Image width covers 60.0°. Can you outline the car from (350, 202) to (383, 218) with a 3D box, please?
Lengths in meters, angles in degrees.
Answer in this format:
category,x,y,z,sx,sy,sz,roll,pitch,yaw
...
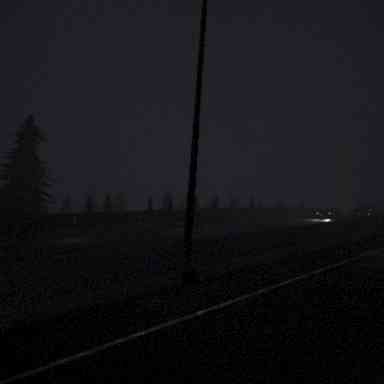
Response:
category,x,y,z,sx,sy,sz,roll,pitch,yaw
car,20.486,2.161,38.753,5.566,2.045,2.150,4,-5,-44

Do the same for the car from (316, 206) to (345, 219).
category,x,y,z,sx,sy,sz,roll,pitch,yaw
car,16.634,2.499,39.906,4.892,1.490,1.837,4,-5,-44
